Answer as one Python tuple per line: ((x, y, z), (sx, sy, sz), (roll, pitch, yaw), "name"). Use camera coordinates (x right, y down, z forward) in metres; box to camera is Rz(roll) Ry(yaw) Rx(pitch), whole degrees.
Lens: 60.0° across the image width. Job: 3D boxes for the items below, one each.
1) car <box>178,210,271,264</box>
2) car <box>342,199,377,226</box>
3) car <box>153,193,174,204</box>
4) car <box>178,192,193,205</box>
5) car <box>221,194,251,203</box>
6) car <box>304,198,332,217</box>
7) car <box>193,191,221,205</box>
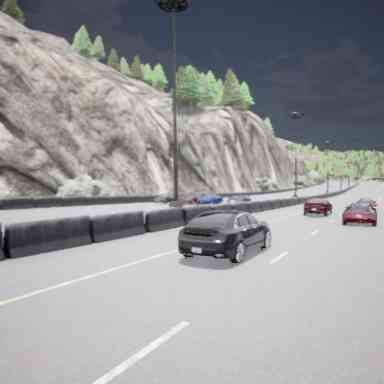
((1.312, 1.381, 11.481), (1.837, 1.490, 4.892), (1, 1, 29), "car")
((11.279, 1.428, 22.302), (1.994, 1.385, 4.181), (1, 1, 29), "car")
((-3.571, 0.941, 46.456), (1.812, 1.442, 4.674), (1, 1, 29), "car")
((-0.072, 0.817, 45.535), (2.097, 1.767, 4.553), (1, 1, 29), "car")
((5.954, 1.068, 41.975), (2.128, 1.511, 4.902), (1, 1, 29), "car")
((11.217, 1.258, 29.434), (1.882, 1.535, 5.008), (1, 1, 29), "car")
((2.432, 1.003, 42.847), (1.882, 1.535, 5.008), (1, 1, 29), "car")
